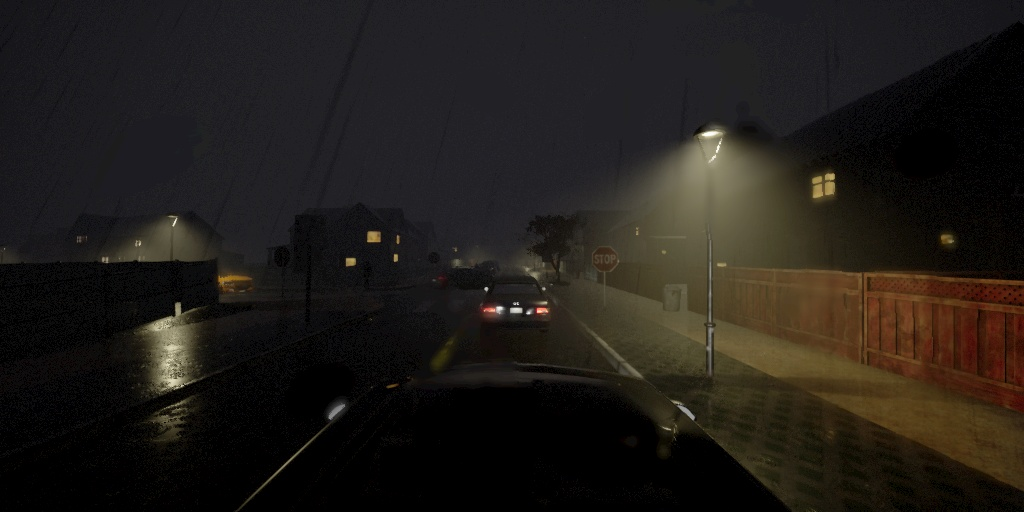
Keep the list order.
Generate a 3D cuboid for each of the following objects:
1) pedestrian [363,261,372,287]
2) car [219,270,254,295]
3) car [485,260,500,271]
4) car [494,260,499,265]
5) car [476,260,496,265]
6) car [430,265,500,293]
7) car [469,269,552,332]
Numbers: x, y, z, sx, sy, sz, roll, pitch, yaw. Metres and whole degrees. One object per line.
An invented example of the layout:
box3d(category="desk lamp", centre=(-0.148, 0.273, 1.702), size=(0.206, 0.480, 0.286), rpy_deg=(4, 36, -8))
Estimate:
box3d(category="pedestrian", centre=(-9.917, 1.214, 24.475), size=(0.375, 1.860, 0.375), rpy_deg=(0, -2, 5))
box3d(category="car", centre=(-16.626, 1.401, 19.413), size=(5.008, 1.535, 1.882), rpy_deg=(-1, -3, 8))
box3d(category="car", centre=(-2.854, 1.374, 53.533), size=(1.882, 1.535, 5.008), rpy_deg=(0, 0, 0))
box3d(category="car", centre=(-2.854, 1.353, 43.259), size=(1.837, 1.490, 4.892), rpy_deg=(0, 0, 0))
box3d(category="car", centre=(-2.863, 1.378, 33.566), size=(1.994, 1.385, 4.181), rpy_deg=(0, 0, -1))
box3d(category="car", centre=(-2.764, 1.425, 21.594), size=(4.181, 1.385, 1.994), rpy_deg=(1, -2, -39))
box3d(category="car", centre=(0.097, 1.304, 10.810), size=(2.033, 1.411, 5.357), rpy_deg=(0, 0, 0))
